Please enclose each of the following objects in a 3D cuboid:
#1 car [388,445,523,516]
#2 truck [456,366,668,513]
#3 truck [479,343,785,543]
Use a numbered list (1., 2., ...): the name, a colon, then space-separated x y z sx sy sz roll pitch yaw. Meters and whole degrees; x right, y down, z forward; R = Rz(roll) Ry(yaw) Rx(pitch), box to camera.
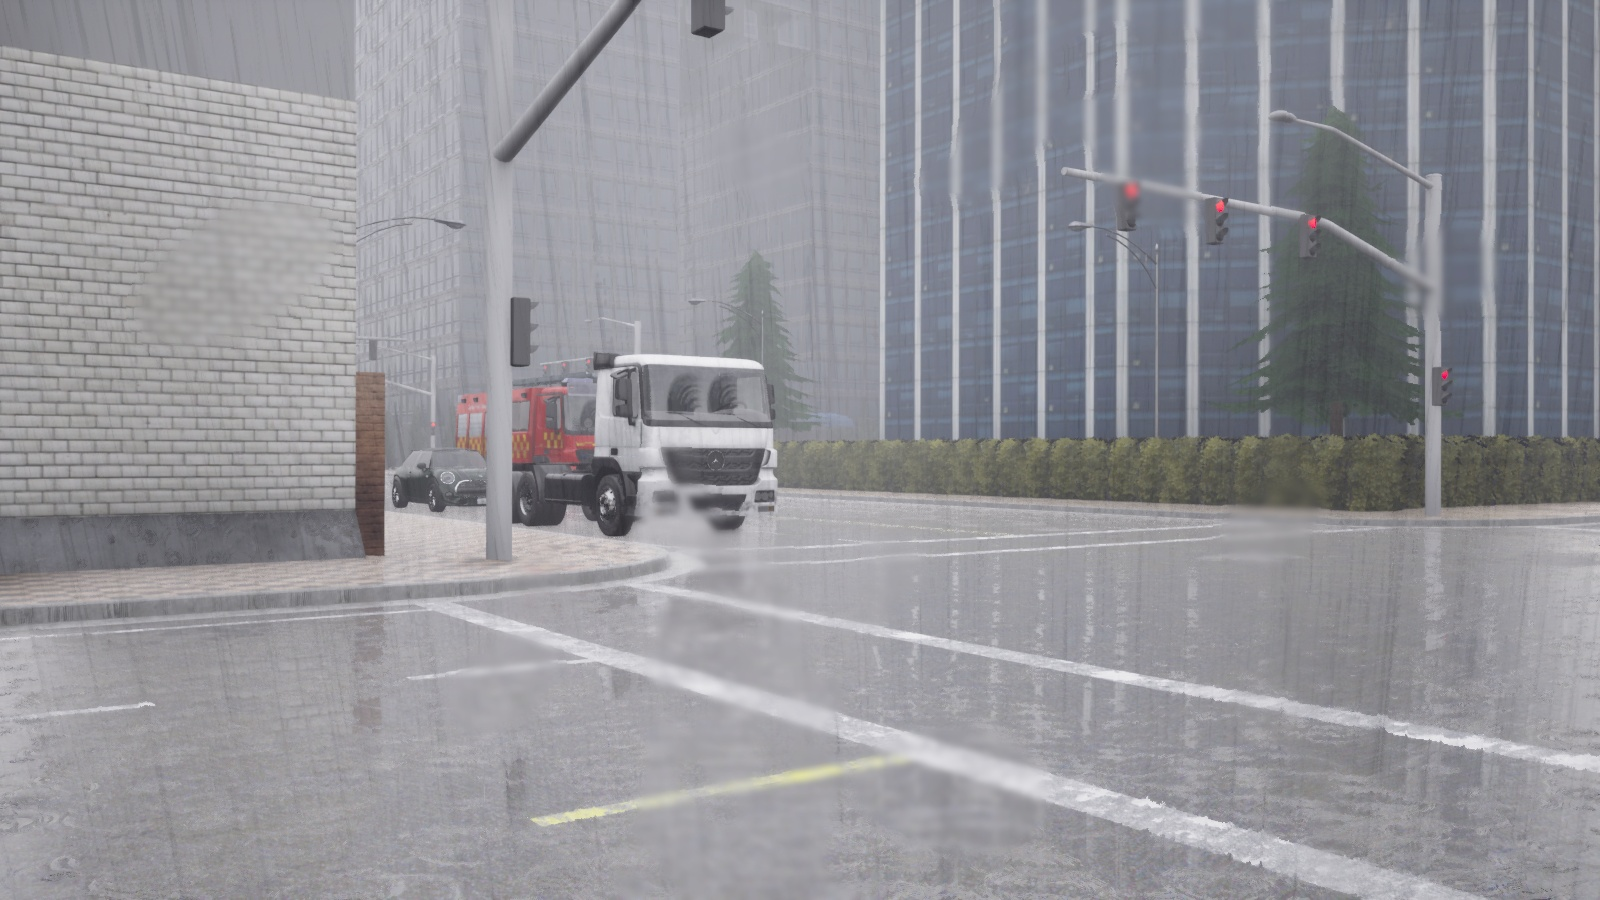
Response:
1. car: -9.337 0.761 33.803 2.097 1.767 4.553 0 0 -35
2. truck: -7.219 -0.258 36.874 2.891 3.827 8.468 0 0 -35
3. truck: -3.750 -0.110 25.811 2.891 3.462 7.936 0 0 -35
